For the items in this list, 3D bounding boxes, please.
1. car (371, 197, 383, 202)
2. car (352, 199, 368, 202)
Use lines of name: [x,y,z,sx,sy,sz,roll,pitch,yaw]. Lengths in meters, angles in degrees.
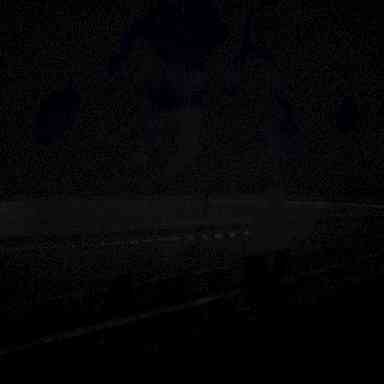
car: [46.613,2.014,82.754,1.895,1.301,4.718,0,-1,-1]
car: [43.087,2.063,85.305,1.895,1.301,4.718,0,-1,-4]
